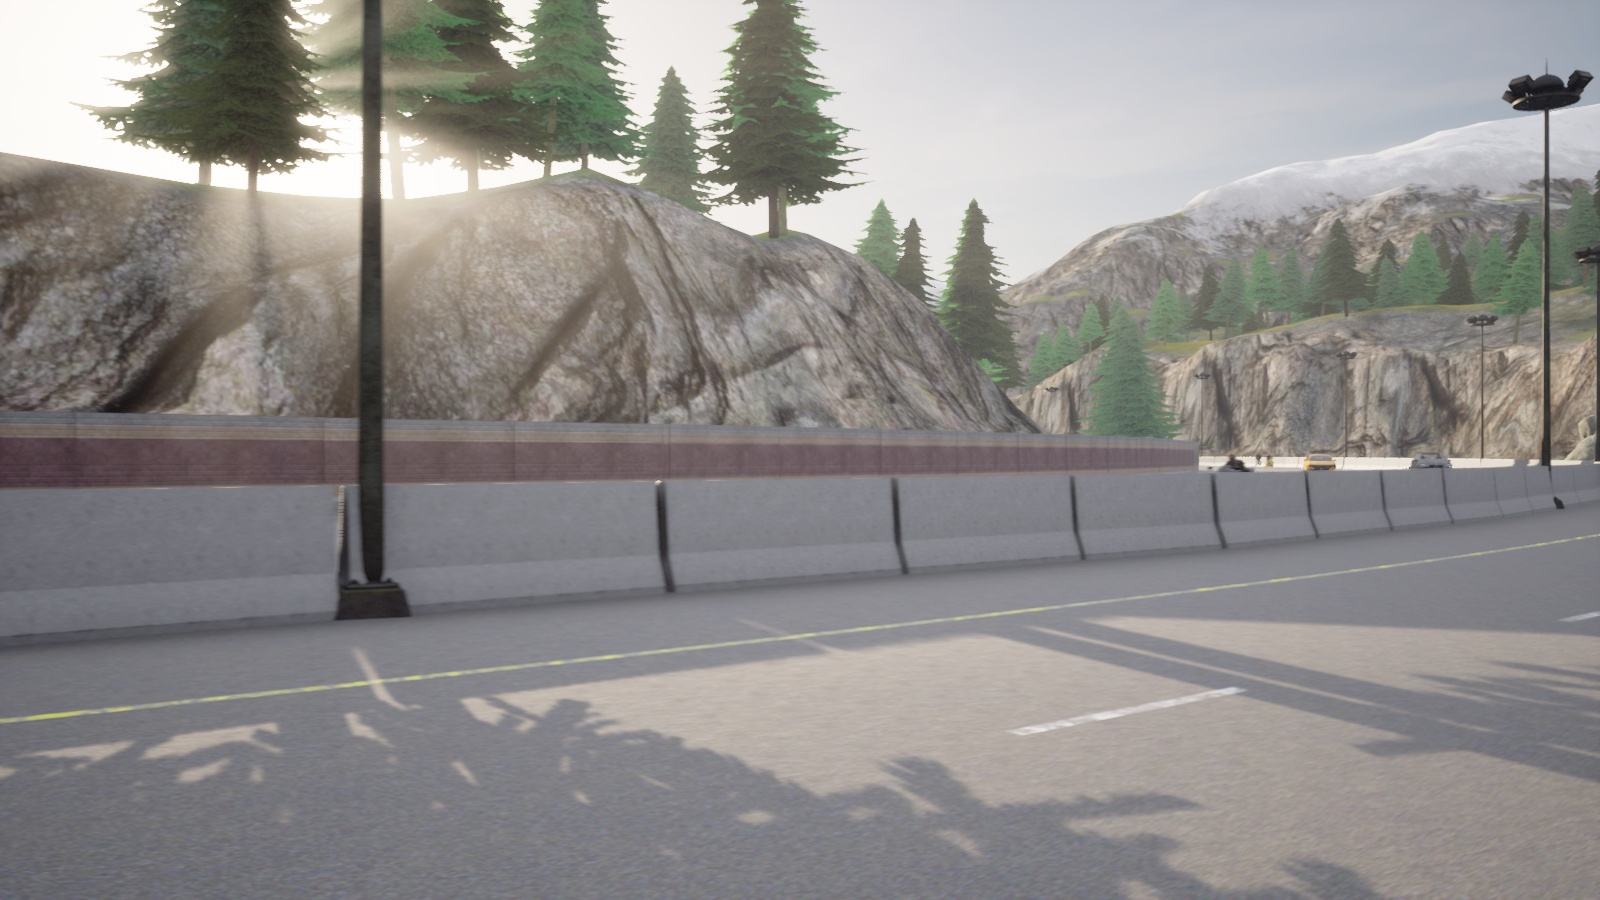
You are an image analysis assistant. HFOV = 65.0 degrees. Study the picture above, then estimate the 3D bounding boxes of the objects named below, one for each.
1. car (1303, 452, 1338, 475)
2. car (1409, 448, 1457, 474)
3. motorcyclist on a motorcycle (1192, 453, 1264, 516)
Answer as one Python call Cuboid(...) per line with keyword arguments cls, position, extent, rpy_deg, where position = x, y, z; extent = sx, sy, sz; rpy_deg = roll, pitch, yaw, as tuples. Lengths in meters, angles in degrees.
Cuboid(cls="car", position=(35.619, 0.873, 86.007), extent=(1.882, 1.535, 5.008), rpy_deg=(0, 0, 19))
Cuboid(cls="car", position=(42.503, 0.720, 84.449), extent=(2.242, 1.667, 4.611), rpy_deg=(0, 0, 19))
Cuboid(cls="motorcyclist on a motorcycle", position=(10.836, 0.841, 31.718), extent=(0.866, 1.530, 2.191), rpy_deg=(-1, -1, 43))
